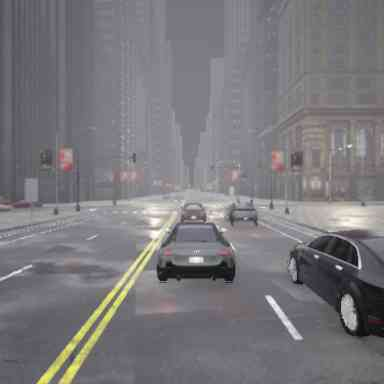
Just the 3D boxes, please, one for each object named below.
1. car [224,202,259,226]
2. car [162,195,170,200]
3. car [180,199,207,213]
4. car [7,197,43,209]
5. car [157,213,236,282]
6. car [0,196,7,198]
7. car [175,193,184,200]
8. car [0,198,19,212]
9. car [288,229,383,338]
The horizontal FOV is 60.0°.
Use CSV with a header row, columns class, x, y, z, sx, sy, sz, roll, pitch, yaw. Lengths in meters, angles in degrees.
class,x,y,z,sx,sy,sz,roll,pitch,yaw
car,3.353,1.449,23.166,2.128,1.511,4.902,0,0,0
car,-6.491,1.346,84.823,2.033,1.411,5.357,0,0,0
car,0.103,1.482,23.988,1.812,1.442,4.674,0,0,0
car,-23.977,1.742,48.174,4.507,1.381,1.887,-1,1,0
car,0.101,1.546,9.730,1.994,1.385,4.181,0,0,0
car,-29.067,1.582,48.188,5.009,1.841,2.192,-1,1,0
car,-3.241,1.161,84.853,2.097,1.767,4.553,0,0,0
car,-23.838,1.771,39.646,4.829,1.417,1.752,-1,1,0
car,3.351,1.495,6.574,1.837,1.490,4.892,0,1,0
